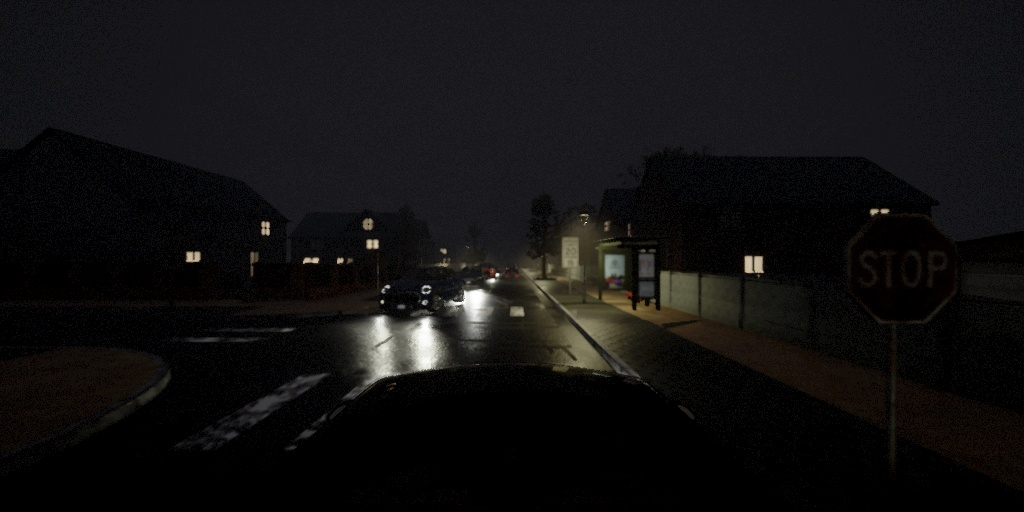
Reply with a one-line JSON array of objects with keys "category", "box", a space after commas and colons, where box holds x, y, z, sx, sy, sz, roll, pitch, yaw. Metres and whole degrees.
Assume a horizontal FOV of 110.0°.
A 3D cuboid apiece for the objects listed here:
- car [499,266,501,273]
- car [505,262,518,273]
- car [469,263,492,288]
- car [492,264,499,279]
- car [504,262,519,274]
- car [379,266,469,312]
[{"category": "car", "box": [-2.781, 1.991, 55.424, 1.994, 1.385, 4.181, 0, -1, 0]}, {"category": "car", "box": [-0.026, 1.876, 61.376, 2.097, 1.767, 4.553, 0, -1, 0]}, {"category": "car", "box": [-2.860, 1.496, 26.310, 2.128, 1.511, 4.902, 0, 0, 0]}, {"category": "car", "box": [-2.859, 1.533, 39.351, 2.097, 1.767, 4.553, 0, -1, 0]}, {"category": "car", "box": [-0.022, 1.888, 51.394, 1.812, 1.442, 4.674, 0, -1, 0]}, {"category": "car", "box": [-3.552, 1.226, 14.879, 2.097, 1.767, 4.553, 0, -1, 9]}]
